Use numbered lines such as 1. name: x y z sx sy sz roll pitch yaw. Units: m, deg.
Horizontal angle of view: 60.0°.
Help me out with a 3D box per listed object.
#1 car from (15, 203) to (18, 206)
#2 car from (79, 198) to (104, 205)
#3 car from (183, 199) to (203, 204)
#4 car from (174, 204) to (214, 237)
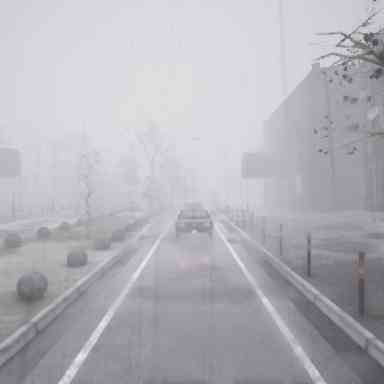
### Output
1. car: -29.764 1.783 51.637 4.718 1.301 1.895 1 -2 -19
2. car: -17.383 1.786 58.153 2.097 1.767 4.553 -2 -3 43
3. car: 0.120 1.446 33.664 1.882 1.535 5.008 0 -1 0
4. car: 0.112 1.552 17.725 1.895 1.301 4.718 0 0 0
